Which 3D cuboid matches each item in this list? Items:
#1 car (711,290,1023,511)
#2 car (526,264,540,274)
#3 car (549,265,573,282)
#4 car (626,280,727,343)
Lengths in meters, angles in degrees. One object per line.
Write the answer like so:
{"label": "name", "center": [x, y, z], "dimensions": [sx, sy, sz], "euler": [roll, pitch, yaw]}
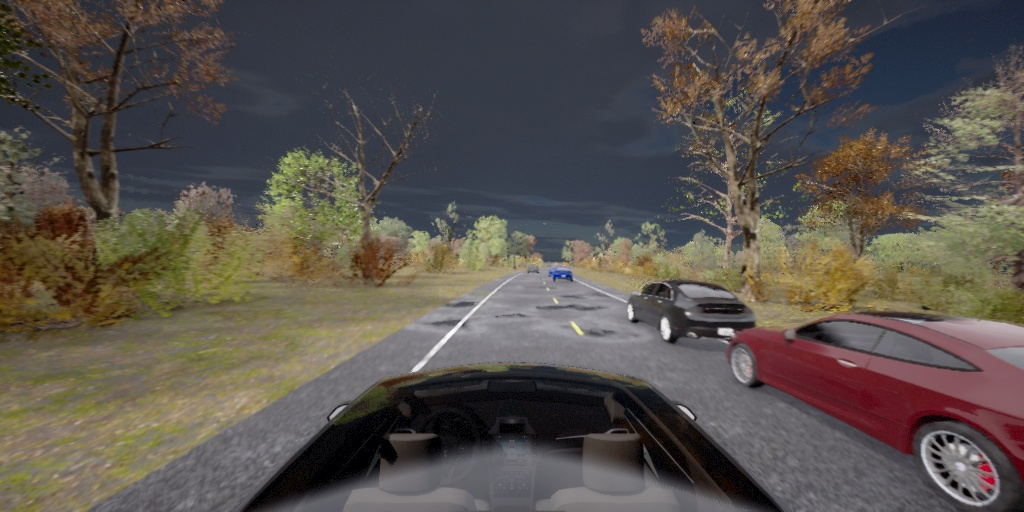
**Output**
{"label": "car", "center": [4.550, 1.367, 4.199], "dimensions": [1.812, 1.442, 4.674], "euler": [1, -1, 1]}
{"label": "car", "center": [3.427, 2.115, 58.351], "dimensions": [1.837, 1.490, 4.892], "euler": [1, -1, 6]}
{"label": "car", "center": [5.027, 1.761, 36.235], "dimensions": [1.882, 1.535, 5.008], "euler": [1, -1, 4]}
{"label": "car", "center": [4.695, 1.420, 10.171], "dimensions": [1.837, 1.490, 4.892], "euler": [1, -1, 2]}
